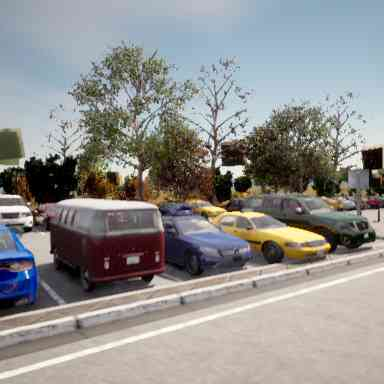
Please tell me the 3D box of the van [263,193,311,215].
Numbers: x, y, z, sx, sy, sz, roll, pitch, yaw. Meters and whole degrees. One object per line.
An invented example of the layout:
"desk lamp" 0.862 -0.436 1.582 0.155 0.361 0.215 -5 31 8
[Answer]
"van" 9.535 1.149 33.643 1.878 1.987 4.442 0 0 -36

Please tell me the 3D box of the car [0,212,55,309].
"car" -4.741 1.442 7.200 2.097 1.535 5.008 0 0 -36

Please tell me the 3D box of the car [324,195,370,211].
"car" 18.615 1.226 40.034 2.185 1.767 4.553 0 0 -36

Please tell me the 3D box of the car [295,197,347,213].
"car" 14.122 1.363 36.775 2.097 1.535 5.008 0 0 -36

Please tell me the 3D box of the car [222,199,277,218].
"car" 5.106 1.418 30.296 2.163 1.488 4.792 0 0 -36

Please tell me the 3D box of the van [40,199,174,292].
"van" -2.532 1.210 8.930 1.878 1.987 4.442 0 0 -36

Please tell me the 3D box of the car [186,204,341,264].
"car" 2.204 1.419 11.946 1.946 1.575 5.366 0 0 -36

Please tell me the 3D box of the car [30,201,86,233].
"car" -8.459 1.427 20.634 2.097 1.535 5.008 0 0 -36

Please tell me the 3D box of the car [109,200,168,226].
"car" -3.945 1.415 23.865 2.231 1.521 4.892 0 0 -36

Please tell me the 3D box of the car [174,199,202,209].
"car" -1.701 1.437 25.498 2.163 1.488 4.792 0 0 -36

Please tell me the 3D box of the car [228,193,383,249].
"car" 4.392 1.164 13.705 2.435 2.045 5.566 0 0 -36

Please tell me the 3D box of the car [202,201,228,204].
"car" 0.681 1.398 26.938 1.946 1.575 5.366 0 0 -36

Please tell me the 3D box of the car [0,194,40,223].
"car" -10.698 1.182 18.991 2.435 2.045 5.566 0 0 -36

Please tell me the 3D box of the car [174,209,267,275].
"car" -0.185 1.469 10.468 2.002 1.452 4.674 0 0 -36

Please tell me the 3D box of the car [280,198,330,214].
"car" 11.862 1.409 35.160 2.002 1.452 4.674 0 0 -36

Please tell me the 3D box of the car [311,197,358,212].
"car" 16.377 1.397 38.392 2.002 1.452 4.674 0 0 -36

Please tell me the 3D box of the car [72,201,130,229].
"car" -6.202 1.420 22.249 2.097 1.535 5.008 0 0 -36
